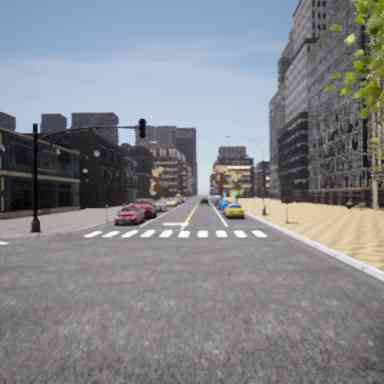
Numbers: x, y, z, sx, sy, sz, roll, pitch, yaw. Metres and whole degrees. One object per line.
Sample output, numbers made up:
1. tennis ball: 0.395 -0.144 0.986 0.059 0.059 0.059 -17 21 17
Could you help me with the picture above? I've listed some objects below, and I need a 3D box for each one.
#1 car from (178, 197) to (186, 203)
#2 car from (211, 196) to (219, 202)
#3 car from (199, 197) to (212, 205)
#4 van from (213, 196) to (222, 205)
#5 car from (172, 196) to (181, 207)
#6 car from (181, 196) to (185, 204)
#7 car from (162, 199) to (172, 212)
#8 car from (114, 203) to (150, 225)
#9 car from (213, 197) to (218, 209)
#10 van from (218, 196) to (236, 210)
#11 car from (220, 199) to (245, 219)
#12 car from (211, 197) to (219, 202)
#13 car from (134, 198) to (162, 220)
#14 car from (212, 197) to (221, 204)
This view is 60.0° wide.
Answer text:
1. car: -2.469 2.018 86.339 1.752 1.417 4.829 0 0 2
2. car: 4.900 1.847 58.469 1.947 1.339 4.313 0 0 2
3. car: 2.516 1.850 66.990 1.837 1.490 4.892 0 0 2
4. van: 5.305 1.680 69.565 1.690 1.788 3.998 0 0 2
5. car: -3.482 1.873 58.603 1.752 1.417 4.829 0 0 2
6. car: -3.070 1.957 69.867 2.008 1.369 4.403 0 0 2
7. car: -4.083 1.813 42.131 2.008 1.369 4.403 0 0 2
8. car: -4.691 1.758 25.489 1.802 1.307 4.206 0 0 2
9. car: 4.494 1.775 47.375 2.008 1.369 4.403 0 0 2
10. van: 4.088 1.507 36.282 1.690 1.788 3.998 0 0 2
11. car: 3.892 1.664 30.903 1.752 1.417 4.829 0 0 2
12. car: 5.912 1.993 86.206 1.947 1.339 4.313 0 0 2
13. car: -4.489 1.519 31.037 2.192 1.841 5.009 0 0 2
14. car: 5.514 1.895 75.281 1.752 1.417 4.829 0 0 2
